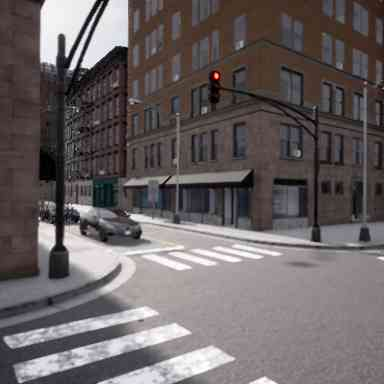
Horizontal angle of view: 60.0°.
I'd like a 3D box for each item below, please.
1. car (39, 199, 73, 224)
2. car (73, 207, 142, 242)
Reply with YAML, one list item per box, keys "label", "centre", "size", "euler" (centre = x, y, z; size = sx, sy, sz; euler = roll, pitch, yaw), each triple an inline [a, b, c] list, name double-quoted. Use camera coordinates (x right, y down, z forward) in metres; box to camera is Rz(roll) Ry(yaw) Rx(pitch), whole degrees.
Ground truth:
- label: "car"
  centre: [-9.811, 1.466, 24.422]
  size: [2.033, 1.411, 5.357]
  euler: [1, 0, -36]
- label: "car"
  centre: [-4.155, 1.504, 16.496]
  size: [1.812, 1.442, 4.674]
  euler: [1, 0, -35]
